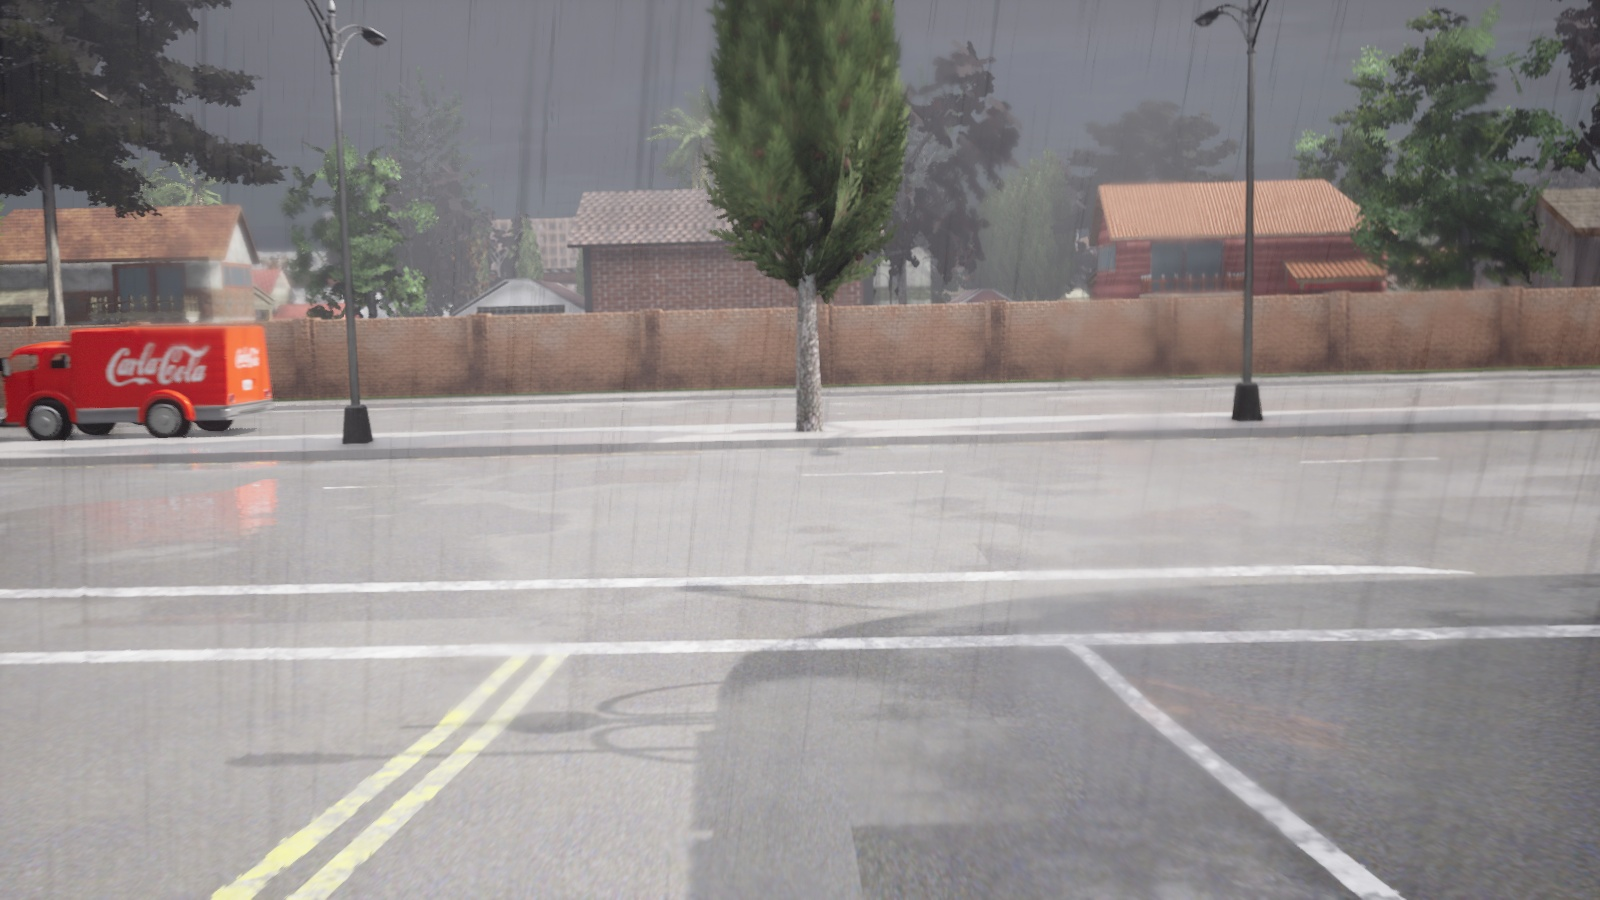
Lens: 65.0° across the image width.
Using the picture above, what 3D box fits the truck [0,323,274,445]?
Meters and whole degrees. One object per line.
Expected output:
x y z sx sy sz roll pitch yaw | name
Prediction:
-14.986 -1.524 28.080 5.204 2.467 2.627 -1 6 0 | truck
